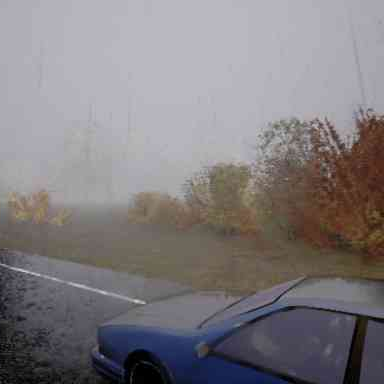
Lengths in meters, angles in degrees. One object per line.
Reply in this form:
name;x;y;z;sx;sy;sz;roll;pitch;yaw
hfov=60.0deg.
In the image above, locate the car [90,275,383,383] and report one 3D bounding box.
car;1.443;1.549;2.973;5.357;1.411;2.033;0;0;36
